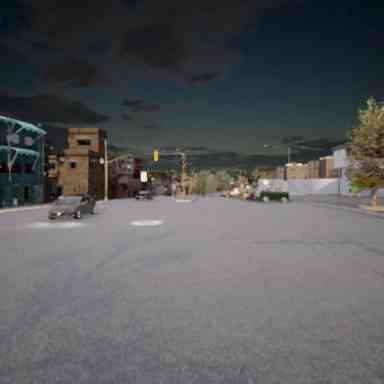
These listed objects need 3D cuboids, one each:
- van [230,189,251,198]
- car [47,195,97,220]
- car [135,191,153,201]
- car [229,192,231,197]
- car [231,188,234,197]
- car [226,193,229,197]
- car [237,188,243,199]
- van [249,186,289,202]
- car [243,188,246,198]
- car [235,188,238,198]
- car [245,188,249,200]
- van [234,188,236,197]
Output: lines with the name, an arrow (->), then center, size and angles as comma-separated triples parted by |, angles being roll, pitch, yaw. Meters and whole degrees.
van -> 11.301, 0.255, 77.040 | 4.442, 1.987, 1.878 | 1, 0, -18
car -> -7.856, 0.971, 22.224 | 1.837, 1.490, 4.892 | -1, 2, 2
car -> -6.788, 0.513, 47.637 | 2.033, 1.411, 5.357 | 0, 0, 2
car -> 11.162, 0.461, 71.126 | 5.008, 1.535, 2.097 | 1, 0, -18
car -> 11.082, 0.456, 65.238 | 5.366, 1.575, 1.946 | 1, 0, -18
car -> 11.310, 0.217, 74.115 | 5.566, 2.045, 2.435 | 1, -1, -18
car -> 10.105, 0.450, 50.239 | 5.366, 1.575, 1.946 | 1, 0, -18
van -> 9.797, 0.227, 41.332 | 4.442, 1.987, 1.878 | 1, 0, -18
car -> 10.158, 0.495, 47.321 | 4.674, 1.452, 2.002 | 1, 0, -18
car -> 10.689, 0.331, 59.232 | 4.553, 1.767, 2.185 | 1, 0, -18
car -> 10.025, 0.495, 44.350 | 4.674, 1.452, 2.002 | 1, 0, -18
van -> 10.676, 0.229, 62.162 | 4.442, 1.987, 1.878 | 1, 0, -18
